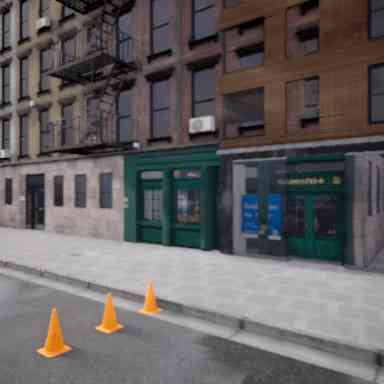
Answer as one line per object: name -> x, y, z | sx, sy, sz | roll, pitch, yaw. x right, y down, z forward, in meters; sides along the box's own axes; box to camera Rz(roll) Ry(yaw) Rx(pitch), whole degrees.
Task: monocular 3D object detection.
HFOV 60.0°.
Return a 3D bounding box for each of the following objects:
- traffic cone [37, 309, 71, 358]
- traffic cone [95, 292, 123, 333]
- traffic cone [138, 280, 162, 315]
traffic cone -> -1.975, 1.978, 4.772 | 0.340, 0.580, 0.340 | 0, 0, 36
traffic cone -> -1.391, 1.983, 5.584 | 0.340, 0.580, 0.340 | 0, 0, 36
traffic cone -> -0.806, 1.988, 6.397 | 0.340, 0.580, 0.340 | 0, -1, 36
